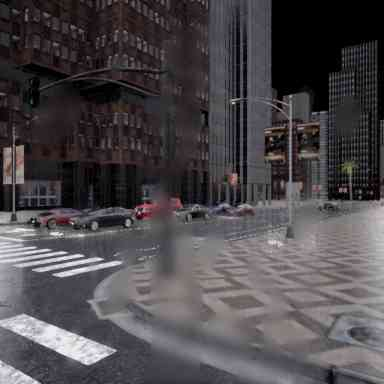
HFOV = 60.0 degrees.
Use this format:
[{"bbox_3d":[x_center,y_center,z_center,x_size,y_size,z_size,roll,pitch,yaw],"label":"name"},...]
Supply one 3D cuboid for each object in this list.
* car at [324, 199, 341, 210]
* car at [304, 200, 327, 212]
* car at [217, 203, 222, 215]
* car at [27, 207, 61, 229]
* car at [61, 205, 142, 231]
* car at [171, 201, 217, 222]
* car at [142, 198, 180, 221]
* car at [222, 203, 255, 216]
[{"bbox_3d":[26.071,2.507,62.283,1.837,1.490,4.892,0,-1,35],"label":"car"},{"bbox_3d":[19.350,2.371,52.712,2.033,1.411,5.357,0,-1,35],"label":"car"},{"bbox_3d":[3.549,2.074,41.795,1.812,1.442,4.674,0,-1,35],"label":"car"},{"bbox_3d":[-9.271,1.787,23.497,1.994,1.385,4.181,0,-1,36],"label":"car"},{"bbox_3d":[-5.982,1.748,22.542,1.837,1.490,4.892,0,-1,35],"label":"car"},{"bbox_3d":[-0.064,1.884,30.986,2.128,1.511,4.902,0,-1,35],"label":"car"},{"bbox_3d":[-3.157,1.599,32.239,2.150,2.045,5.566,0,-1,35],"label":"car"},{"bbox_3d":[5.840,2.068,39.390,1.812,1.442,4.674,0,-1,35],"label":"car"}]
